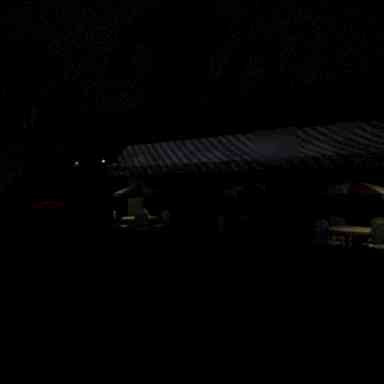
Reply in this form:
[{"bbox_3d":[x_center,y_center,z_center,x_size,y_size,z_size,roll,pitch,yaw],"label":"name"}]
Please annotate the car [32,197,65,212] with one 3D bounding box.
[{"bbox_3d":[-16.293,1.387,39.327,2.097,1.767,4.553,0,0,32],"label":"car"}]
